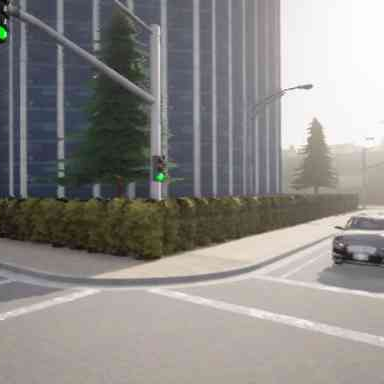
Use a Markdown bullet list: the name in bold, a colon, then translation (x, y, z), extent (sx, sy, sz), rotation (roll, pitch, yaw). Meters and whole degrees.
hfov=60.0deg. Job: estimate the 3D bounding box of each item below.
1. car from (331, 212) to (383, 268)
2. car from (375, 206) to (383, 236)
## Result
- **car**: translation (6.049, 1.501, 11.048), extent (2.128, 1.511, 4.902), rotation (0, 0, 36)
- **car**: translation (11.561, 1.535, 18.488), extent (1.812, 1.442, 4.674), rotation (0, 0, 36)
